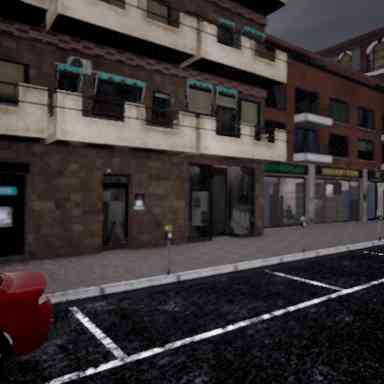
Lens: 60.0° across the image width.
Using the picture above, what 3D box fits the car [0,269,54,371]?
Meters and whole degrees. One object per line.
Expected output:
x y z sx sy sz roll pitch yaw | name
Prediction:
-3.987 1.539 3.710 4.507 1.381 1.887 0 0 -36 | car
